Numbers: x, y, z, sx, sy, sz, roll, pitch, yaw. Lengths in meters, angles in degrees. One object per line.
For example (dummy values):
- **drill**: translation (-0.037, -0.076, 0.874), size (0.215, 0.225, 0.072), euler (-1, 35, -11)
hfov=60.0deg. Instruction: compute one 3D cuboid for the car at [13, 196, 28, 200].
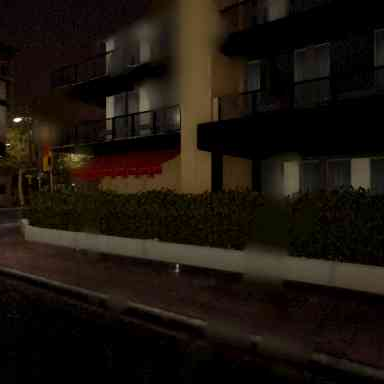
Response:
- **car**: translation (-36.180, 1.481, 67.980), size (4.892, 1.521, 2.231), euler (0, 0, 36)
